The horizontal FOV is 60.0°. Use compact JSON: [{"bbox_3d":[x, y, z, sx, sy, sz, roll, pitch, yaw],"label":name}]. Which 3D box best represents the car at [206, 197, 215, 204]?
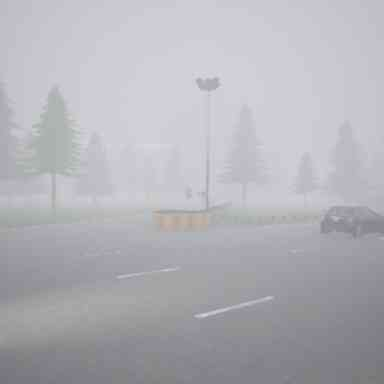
[{"bbox_3d":[4.239,1.983,76.573,1.882,1.535,5.008,0,0,5],"label":"car"}]

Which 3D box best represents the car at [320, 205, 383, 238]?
[{"bbox_3d":[9.428,1.548,19.072,4.553,1.767,2.097,1,0,-35],"label":"car"}]

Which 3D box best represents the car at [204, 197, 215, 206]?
[{"bbox_3d":[3.391,2.038,66.627,1.895,1.301,4.718,0,0,5],"label":"car"}]
